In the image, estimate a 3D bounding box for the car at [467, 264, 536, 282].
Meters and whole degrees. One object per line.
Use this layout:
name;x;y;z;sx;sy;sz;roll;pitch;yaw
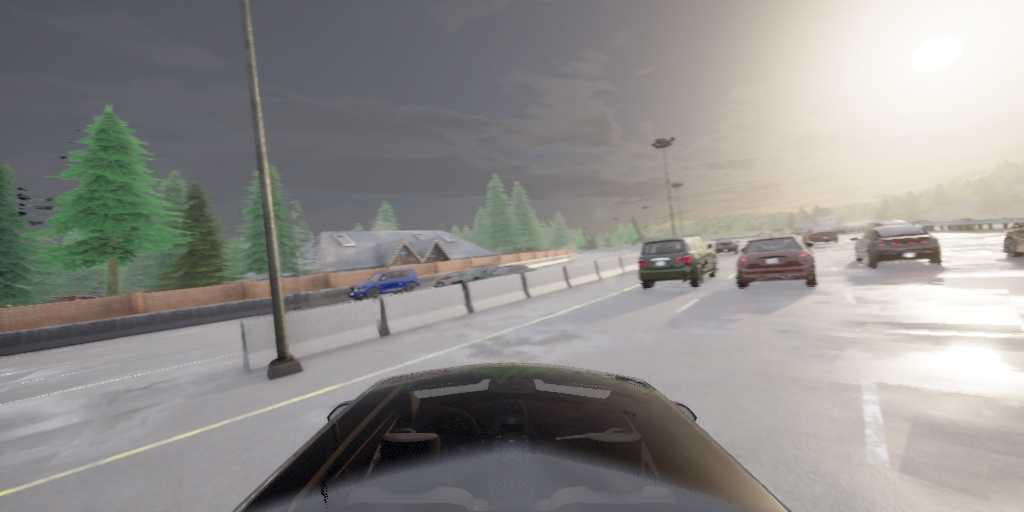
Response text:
car;-0.278;1.370;23.408;1.837;1.490;4.892;-7;0;39

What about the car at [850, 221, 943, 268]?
car;15.092;-0.448;14.259;1.837;1.490;4.892;-6;1;37

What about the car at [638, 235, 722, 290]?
car;7.239;0.182;15.520;2.150;2.045;5.566;-6;0;39

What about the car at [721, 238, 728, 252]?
car;19.557;-0.886;32.826;1.837;1.490;4.892;-6;1;32

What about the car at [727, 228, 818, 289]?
car;9.530;0.035;12.946;2.097;1.767;4.553;-7;0;39

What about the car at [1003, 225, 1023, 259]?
car;16.461;-0.637;10.328;2.128;1.511;4.902;-7;0;38

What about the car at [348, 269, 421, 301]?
car;-9.894;2.218;28.154;2.150;2.045;5.566;-7;0;40

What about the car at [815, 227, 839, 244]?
car;26.977;-1.780;31.572;1.882;1.535;5.008;-6;0;31

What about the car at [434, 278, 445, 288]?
car;-4.354;1.927;29.460;1.994;1.385;4.181;-7;0;38

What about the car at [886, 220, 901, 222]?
car;27.930;-1.863;26.503;1.812;1.442;4.674;-6;0;32

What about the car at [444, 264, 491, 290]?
car;-2.344;1.468;26.434;2.097;1.767;4.553;-7;0;38
